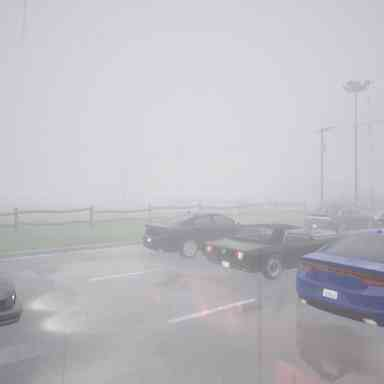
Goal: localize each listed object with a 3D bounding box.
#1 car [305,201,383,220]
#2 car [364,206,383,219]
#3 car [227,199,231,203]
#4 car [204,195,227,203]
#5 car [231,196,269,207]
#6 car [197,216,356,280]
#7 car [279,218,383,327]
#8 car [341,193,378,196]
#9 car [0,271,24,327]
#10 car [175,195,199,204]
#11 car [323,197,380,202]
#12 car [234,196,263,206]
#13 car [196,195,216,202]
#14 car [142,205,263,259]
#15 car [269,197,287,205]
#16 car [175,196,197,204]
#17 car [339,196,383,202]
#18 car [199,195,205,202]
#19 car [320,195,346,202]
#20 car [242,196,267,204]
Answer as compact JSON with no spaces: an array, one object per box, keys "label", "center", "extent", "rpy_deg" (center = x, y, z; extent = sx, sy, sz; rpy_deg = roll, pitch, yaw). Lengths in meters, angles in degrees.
[{"label":"car","center":[8.153,1.491,18.205],"extent":[4.902,1.511,2.128],"rpy_deg":[0,0,-36]},{"label":"car","center":[10.199,1.505,15.364],"extent":[4.892,1.490,1.837],"rpy_deg":[0,0,-36]},{"label":"car","center":[8.305,1.601,53.249],"extent":[1.895,1.301,4.718],"rpy_deg":[0,0,-36]},{"label":"car","center":[5.408,1.525,69.216],"extent":[2.128,1.511,4.902],"rpy_deg":[0,0,-36]},{"label":"car","center":[8.164,1.526,47.520],"extent":[1.812,1.442,4.674],"rpy_deg":[0,0,-36]},{"label":"car","center":[2.696,1.601,9.980],"extent":[4.718,1.301,1.895],"rpy_deg":[0,0,-35]},{"label":"car","center":[4.223,1.478,6.767],"extent":[5.008,1.535,1.882],"rpy_deg":[0,0,-36]},{"label":"car","center":[23.500,1.221,44.573],"extent":[2.150,2.045,5.566],"rpy_deg":[0,0,-38]},{"label":"car","center":[-5.253,1.547,4.295],"extent":[5.357,1.411,2.033],"rpy_deg":[0,0,-35]},{"label":"car","center":[-1.236,1.565,60.383],"extent":[1.994,1.385,4.181],"rpy_deg":[0,0,-36]},{"label":"car","center":[17.096,1.525,35.784],"extent":[1.812,1.442,4.674],"rpy_deg":[0,0,-41]},{"label":"car","center":[9.641,1.491,57.360],"extent":[2.128,1.511,4.902],"rpy_deg":[0,0,-36]},{"label":"car","center":[3.304,1.422,78.013],"extent":[2.128,1.511,4.902],"rpy_deg":[0,0,-36]},{"label":"car","center":[0.560,1.478,12.755],"extent":[5.008,1.535,1.882],"rpy_deg":[0,0,-36]},{"label":"car","center":[14.160,1.525,57.135],"extent":[1.812,1.442,4.674],"rpy_deg":[0,0,-36]},{"label":"car","center":[-1.269,1.506,66.431],"extent":[1.837,1.490,4.892],"rpy_deg":[0,0,-36]},{"label":"car","center":[19.327,1.505,38.632],"extent":[1.837,1.490,4.892],"rpy_deg":[0,0,-42]},{"label":"car","center":[0.480,1.492,70.021],"extent":[1.837,1.490,4.892],"rpy_deg":[0,0,-36]},{"label":"car","center":[19.580,1.547,43.911],"extent":[2.033,1.411,5.357],"rpy_deg":[0,0,-38]},{"label":"car","center":[12.276,1.507,65.705],"extent":[1.837,1.490,4.892],"rpy_deg":[0,-1,-36]}]
